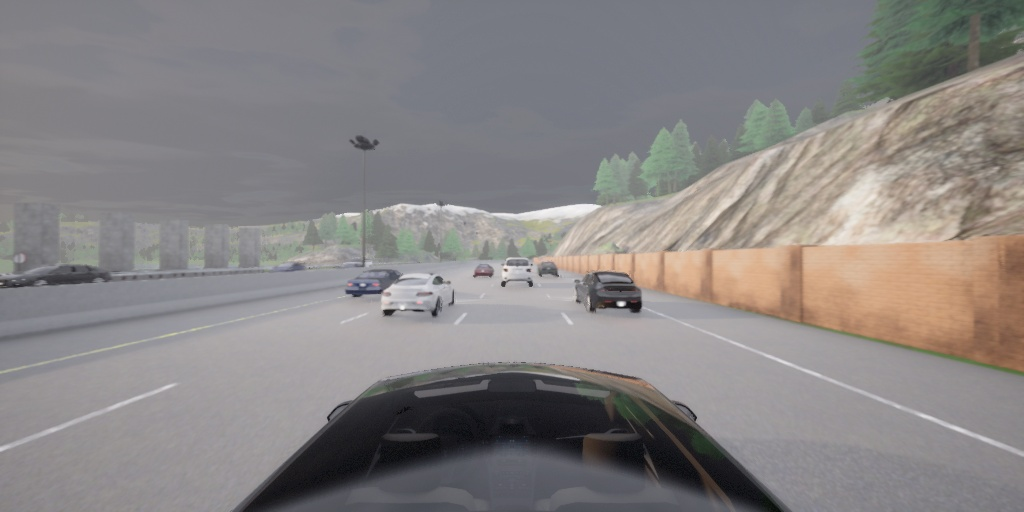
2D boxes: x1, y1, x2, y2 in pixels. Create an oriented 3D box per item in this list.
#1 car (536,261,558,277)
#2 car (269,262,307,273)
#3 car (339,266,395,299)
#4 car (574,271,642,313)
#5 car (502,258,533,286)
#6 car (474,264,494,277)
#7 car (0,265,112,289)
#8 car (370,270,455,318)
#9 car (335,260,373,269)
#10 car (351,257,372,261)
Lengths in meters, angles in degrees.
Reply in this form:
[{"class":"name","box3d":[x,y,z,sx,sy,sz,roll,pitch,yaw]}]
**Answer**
[{"class":"car","box3d":[3.924,1.375,40.537,2.097,1.767,4.553,0,0,0]},{"class":"car","box3d":[-24.180,1.433,38.961,1.812,1.442,4.674,0,0,0]},{"class":"car","box3d":[-6.757,1.386,18.859,2.033,1.411,5.357,0,0,1]},{"class":"car","box3d":[3.701,1.355,14.441,1.837,1.490,4.892,0,0,1]},{"class":"car","box3d":[0.397,1.144,27.294,2.150,2.045,5.566,0,0,1]},{"class":"car","box3d":[-3.061,1.556,39.689,1.994,1.385,4.181,0,0,0]},{"class":"car","box3d":[-27.864,1.285,22.000,1.837,1.490,4.892,0,-1,1]},{"class":"car","box3d":[-3.323,1.340,13.303,1.812,1.442,4.674,0,0,1]},{"class":"car","box3d":[-17.235,1.476,38.348,2.033,1.411,5.357,0,0,0]},{"class":"car","box3d":[-20.787,1.195,48.721,2.150,2.045,5.566,0,0,0]}]
